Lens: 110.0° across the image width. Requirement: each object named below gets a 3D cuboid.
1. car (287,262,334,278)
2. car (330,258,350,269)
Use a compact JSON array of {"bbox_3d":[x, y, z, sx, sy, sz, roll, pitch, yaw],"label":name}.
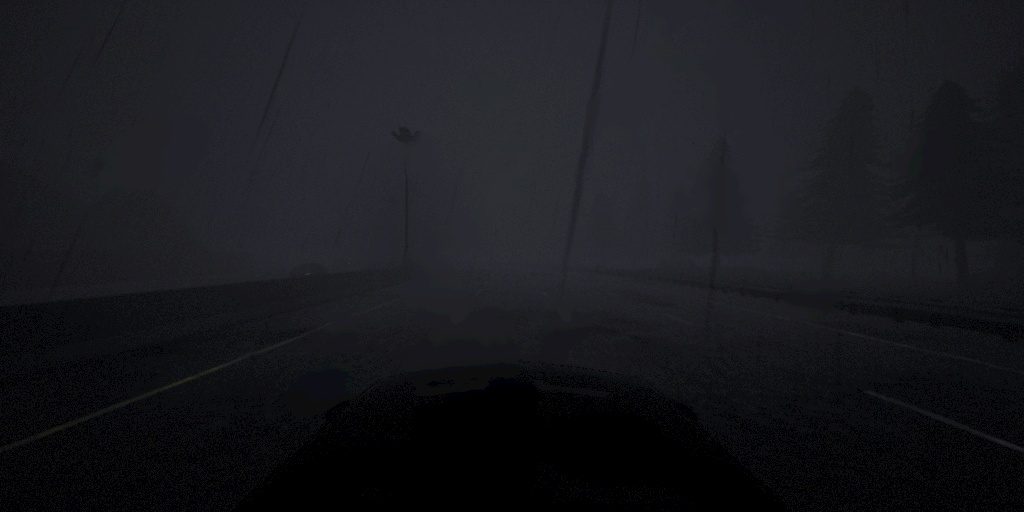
[{"bbox_3d":[-16.938,1.334,30.036,1.812,1.442,4.674,0,1,-8],"label":"car"},{"bbox_3d":[-27.739,1.112,58.280,2.097,1.767,4.553,0,0,-33],"label":"car"}]
